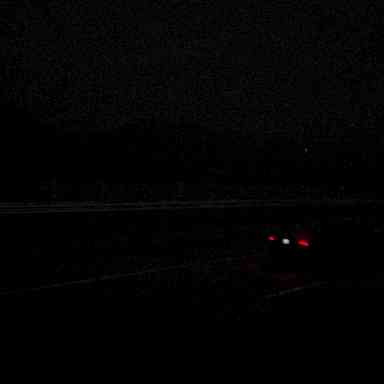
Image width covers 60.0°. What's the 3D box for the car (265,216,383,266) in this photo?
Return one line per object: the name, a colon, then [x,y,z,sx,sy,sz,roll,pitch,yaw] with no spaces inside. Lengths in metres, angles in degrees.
car: [4.945,1.563,11.579,5.357,1.411,2.033,0,0,-34]
